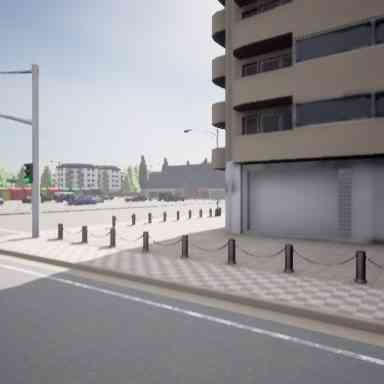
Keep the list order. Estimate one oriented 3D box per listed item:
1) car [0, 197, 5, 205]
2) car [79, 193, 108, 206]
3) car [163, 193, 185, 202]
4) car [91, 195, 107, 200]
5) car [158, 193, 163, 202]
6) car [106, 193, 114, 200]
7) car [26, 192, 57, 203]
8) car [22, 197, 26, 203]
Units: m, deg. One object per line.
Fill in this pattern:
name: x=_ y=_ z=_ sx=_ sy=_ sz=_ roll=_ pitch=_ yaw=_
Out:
car: x=-31.532 y=1.417 z=52.023 sx=1.970 sy=1.475 sz=3.806 roll=0 pitch=0 yaw=35
car: x=-18.098 y=1.418 z=61.016 sx=1.970 sy=1.475 sz=3.806 roll=0 pitch=0 yaw=35
car: x=-3.467 y=1.177 z=71.993 sx=1.932 sy=1.855 sz=4.605 roll=0 pitch=0 yaw=35
car: x=-24.192 y=1.423 z=86.699 sx=1.970 sy=1.475 sz=3.806 roll=0 pitch=0 yaw=35
car: x=-5.798 y=1.180 z=73.709 sx=1.905 sy=1.878 sz=3.866 roll=0 pitch=0 yaw=35
car: x=-21.835 y=1.183 z=85.018 sx=1.905 sy=1.878 sz=3.866 roll=0 pitch=0 yaw=35
car: x=-31.942 y=1.178 z=70.706 sx=1.932 sy=1.855 sz=4.605 roll=0 pitch=0 yaw=35
car: x=-34.269 y=1.389 z=72.432 sx=1.784 sy=1.438 sz=3.905 roll=0 pitch=0 yaw=35
